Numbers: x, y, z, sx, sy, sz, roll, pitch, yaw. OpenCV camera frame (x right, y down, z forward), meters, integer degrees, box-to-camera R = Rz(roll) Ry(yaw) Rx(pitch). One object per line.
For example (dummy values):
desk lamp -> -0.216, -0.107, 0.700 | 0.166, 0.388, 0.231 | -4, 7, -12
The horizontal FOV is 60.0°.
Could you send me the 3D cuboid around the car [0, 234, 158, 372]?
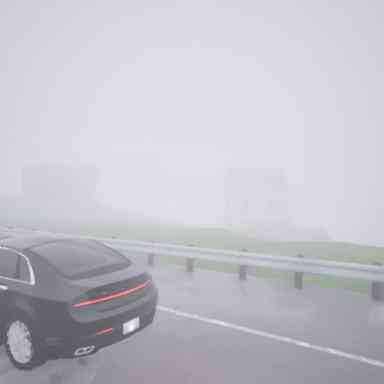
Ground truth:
car -> -2.822, 1.495, 5.662 | 4.892, 1.490, 1.837 | 0, 0, 33
